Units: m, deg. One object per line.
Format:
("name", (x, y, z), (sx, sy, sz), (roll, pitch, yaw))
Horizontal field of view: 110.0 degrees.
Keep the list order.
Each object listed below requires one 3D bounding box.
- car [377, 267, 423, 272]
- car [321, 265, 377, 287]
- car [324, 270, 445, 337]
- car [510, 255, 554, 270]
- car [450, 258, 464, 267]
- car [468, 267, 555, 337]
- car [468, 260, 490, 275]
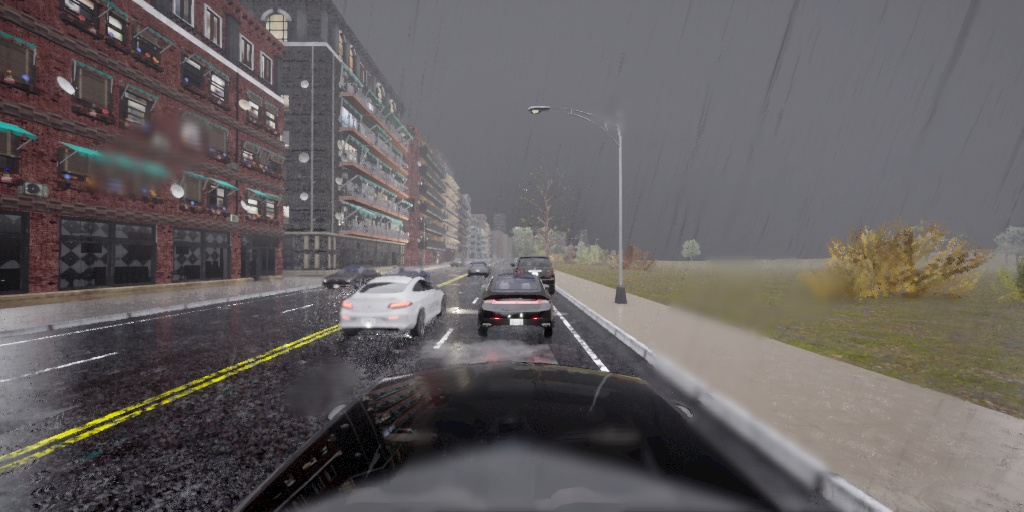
("car", (-6.613, 1.353, 22.741), (1.895, 1.301, 4.718), (0, 0, 0))
("car", (-9.866, 1.300, 22.736), (2.033, 1.411, 5.357), (0, 0, 0))
("car", (-3.157, 1.277, 10.183), (1.812, 1.442, 4.674), (0, 0, 0))
("car", (1.126, 0.977, 20.208), (2.150, 2.045, 5.566), (0, 0, 0))
("car", (-9.843, 1.101, 64.426), (2.097, 1.767, 4.553), (0, 0, 0))
("car", (0.095, 1.243, 10.338), (2.128, 1.511, 4.902), (0, 0, 0))
("car", (-3.171, 1.316, 35.205), (1.994, 1.385, 4.181), (0, 0, 0))
